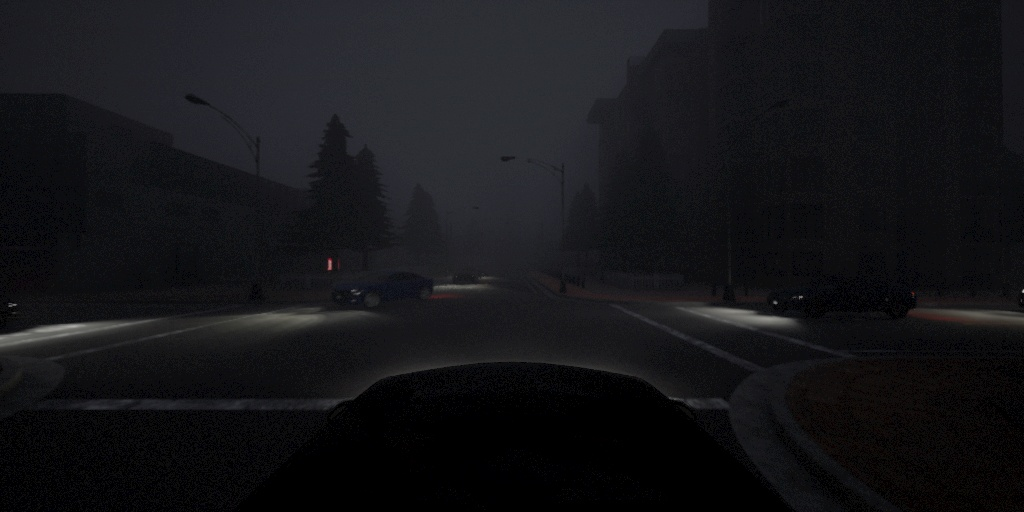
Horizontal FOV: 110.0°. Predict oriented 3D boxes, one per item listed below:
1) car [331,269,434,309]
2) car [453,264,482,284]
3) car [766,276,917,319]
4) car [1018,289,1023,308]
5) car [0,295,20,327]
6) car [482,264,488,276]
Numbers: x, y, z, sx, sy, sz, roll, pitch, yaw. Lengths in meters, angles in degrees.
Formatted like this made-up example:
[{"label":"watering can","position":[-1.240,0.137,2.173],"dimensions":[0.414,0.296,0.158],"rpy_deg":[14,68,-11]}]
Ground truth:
[{"label":"car","position":[-5.672,1.379,16.361],"dimensions":[1.882,1.535,5.008],"rpy_deg":[1,0,28]},{"label":"car","position":[-3.981,1.588,31.548],"dimensions":[1.882,1.535,5.008],"rpy_deg":[0,-1,-1]},{"label":"car","position":[12.033,1.444,13.229],"dimensions":[4.674,1.442,1.812],"rpy_deg":[0,-1,0]},{"label":"car","position":[22.059,1.303,13.258],"dimensions":[4.553,1.767,2.097],"rpy_deg":[0,-1,0]},{"label":"car","position":[-16.266,1.284,9.474],"dimensions":[4.892,1.490,1.837],"rpy_deg":[0,-1,0]},{"label":"car","position":[-4.115,1.764,45.680],"dimensions":[1.882,1.535,5.008],"rpy_deg":[0,-1,0]}]
